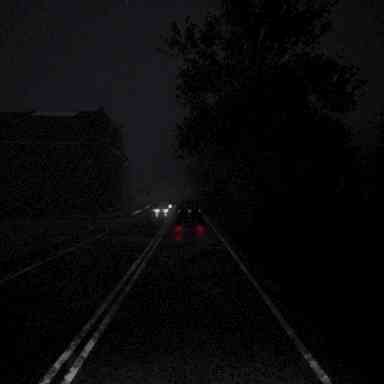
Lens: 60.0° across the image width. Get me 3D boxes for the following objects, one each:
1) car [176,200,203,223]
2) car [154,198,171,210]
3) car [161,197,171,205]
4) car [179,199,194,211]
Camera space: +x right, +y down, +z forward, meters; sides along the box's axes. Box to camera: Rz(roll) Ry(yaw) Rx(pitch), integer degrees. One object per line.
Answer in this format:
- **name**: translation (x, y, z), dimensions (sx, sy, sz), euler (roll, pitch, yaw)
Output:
- **car**: translation (-0.240, 1.524, 27.383), dimensions (2.097, 1.767, 4.553), euler (0, 0, -1)
- **car**: translation (-4.297, 1.784, 47.554), dimensions (1.994, 1.385, 4.181), euler (0, 0, -2)
- **car**: translation (-4.961, 1.736, 64.097), dimensions (1.895, 1.301, 4.718), euler (0, 0, -2)
- **car**: translation (-0.800, 1.771, 46.047), dimensions (2.033, 1.411, 5.357), euler (0, 0, -2)
